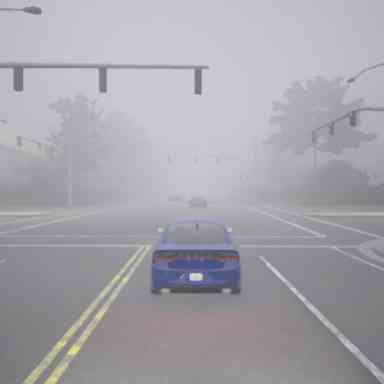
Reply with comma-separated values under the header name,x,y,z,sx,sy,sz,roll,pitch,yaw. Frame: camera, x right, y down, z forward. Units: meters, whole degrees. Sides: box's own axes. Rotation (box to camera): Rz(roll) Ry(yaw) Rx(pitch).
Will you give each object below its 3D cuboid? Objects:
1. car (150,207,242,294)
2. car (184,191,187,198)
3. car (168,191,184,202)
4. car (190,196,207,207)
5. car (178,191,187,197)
name,x,y,z,sx,sy,sz,roll,pitch,yaw
car,0.085,1.376,8.574,1.882,1.535,5.008,0,1,0
car,-2.538,0.783,69.775,1.895,1.301,4.718,0,1,0
car,-2.734,0.928,54.635,1.994,1.385,4.181,0,1,1
car,0.764,1.105,39.409,1.994,1.385,4.181,0,1,1
car,-2.407,0.558,85.456,1.994,1.385,4.181,0,1,0
